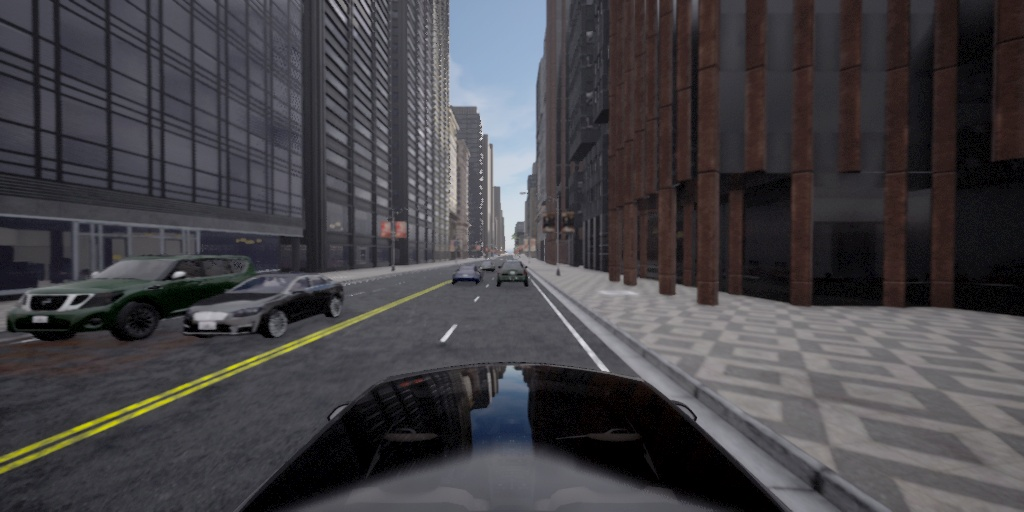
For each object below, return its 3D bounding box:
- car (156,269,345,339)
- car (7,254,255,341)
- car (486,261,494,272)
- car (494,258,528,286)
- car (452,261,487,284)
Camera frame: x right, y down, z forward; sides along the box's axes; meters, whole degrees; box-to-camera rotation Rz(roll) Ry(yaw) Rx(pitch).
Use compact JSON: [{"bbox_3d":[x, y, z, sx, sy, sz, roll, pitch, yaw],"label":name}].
[{"bbox_3d":[-6.576,1.239,10.195,2.128,1.511,4.902,0,0,0],"label":"car"},{"bbox_3d":[-9.842,0.968,10.251,2.150,2.045,5.566,0,0,0],"label":"car"},{"bbox_3d":[-3.175,1.294,46.056,1.994,1.385,4.181,0,0,0],"label":"car"},{"bbox_3d":[0.050,1.093,25.233,2.097,1.767,4.553,0,0,0],"label":"car"},{"bbox_3d":[-3.193,1.305,26.642,1.994,1.385,4.181,0,0,0],"label":"car"}]
